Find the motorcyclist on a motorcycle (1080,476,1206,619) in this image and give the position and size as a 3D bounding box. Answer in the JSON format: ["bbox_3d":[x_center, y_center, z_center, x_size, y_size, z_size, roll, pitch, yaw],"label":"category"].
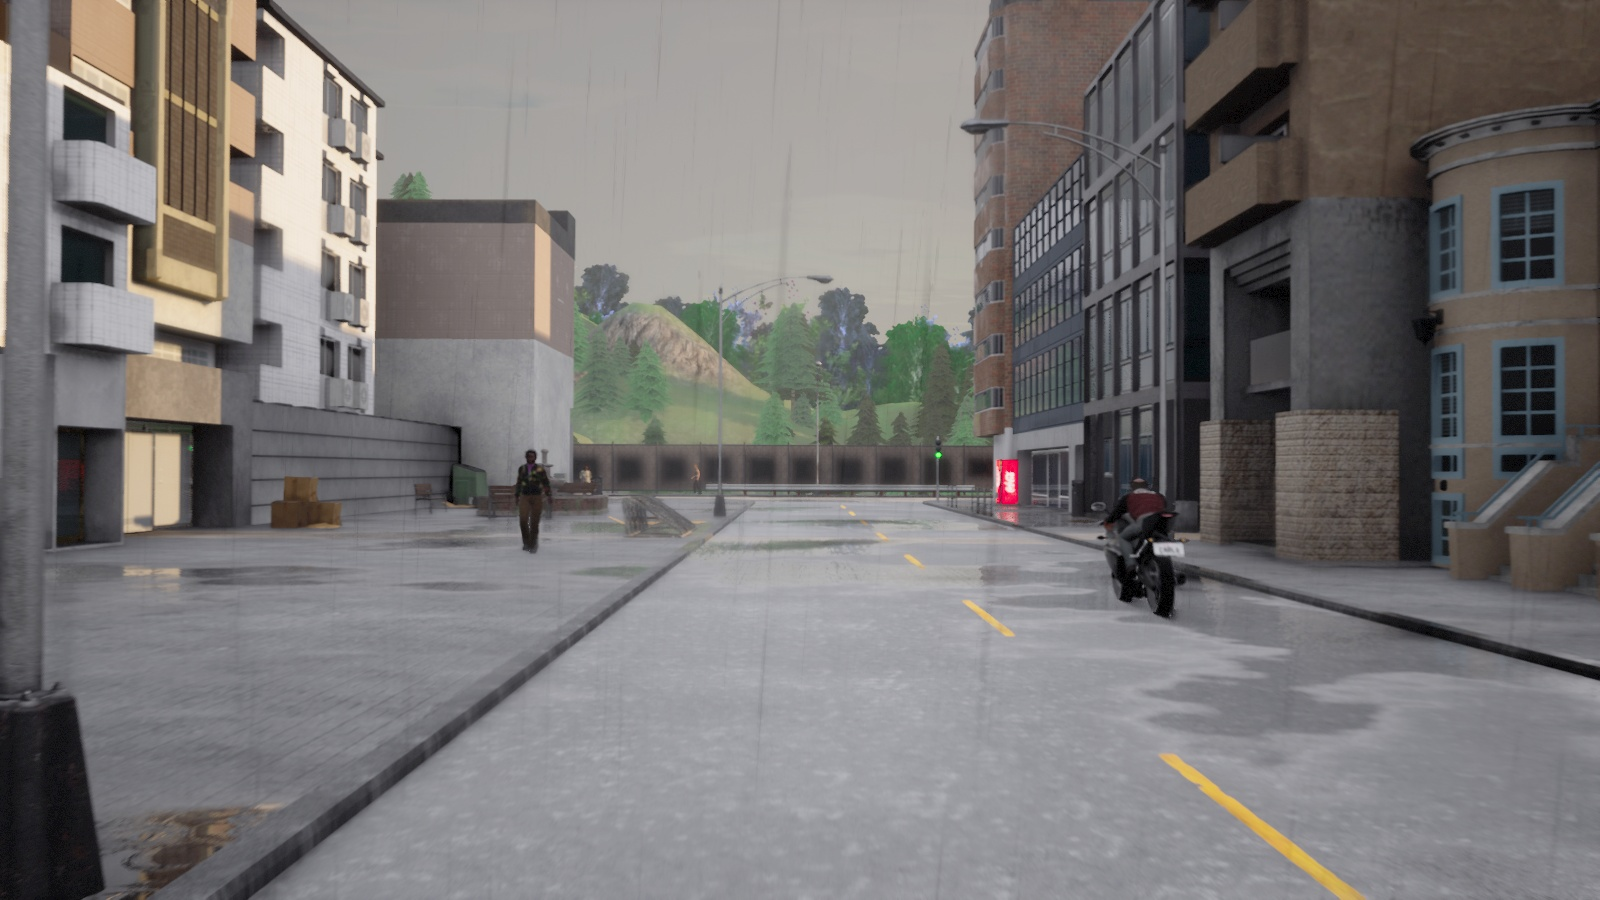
[{"bbox_3d":[3.964,1.080,14.716,0.866,1.530,2.191,0,-1,0],"label":"motorcyclist on a motorcycle"}]

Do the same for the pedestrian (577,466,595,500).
[{"bbox_3d":[-12.036,1.850,70.669,0.874,1.855,0.900,0,-1,-16],"label":"pedestrian"}]
